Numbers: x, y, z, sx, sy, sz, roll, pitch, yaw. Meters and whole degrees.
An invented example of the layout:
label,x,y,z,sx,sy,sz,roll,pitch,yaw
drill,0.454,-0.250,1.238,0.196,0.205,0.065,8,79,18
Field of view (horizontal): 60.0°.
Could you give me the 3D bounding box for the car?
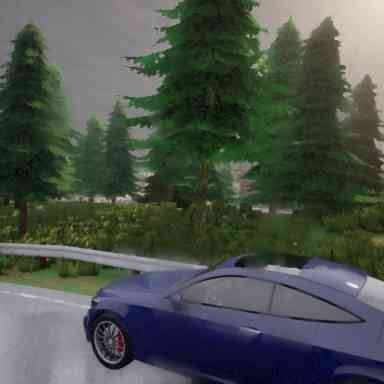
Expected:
label,x,y,z,sx,sy,sz,roll,pitch,yaw
car,0.761,1.499,4.094,4.674,1.442,1.812,1,1,31
